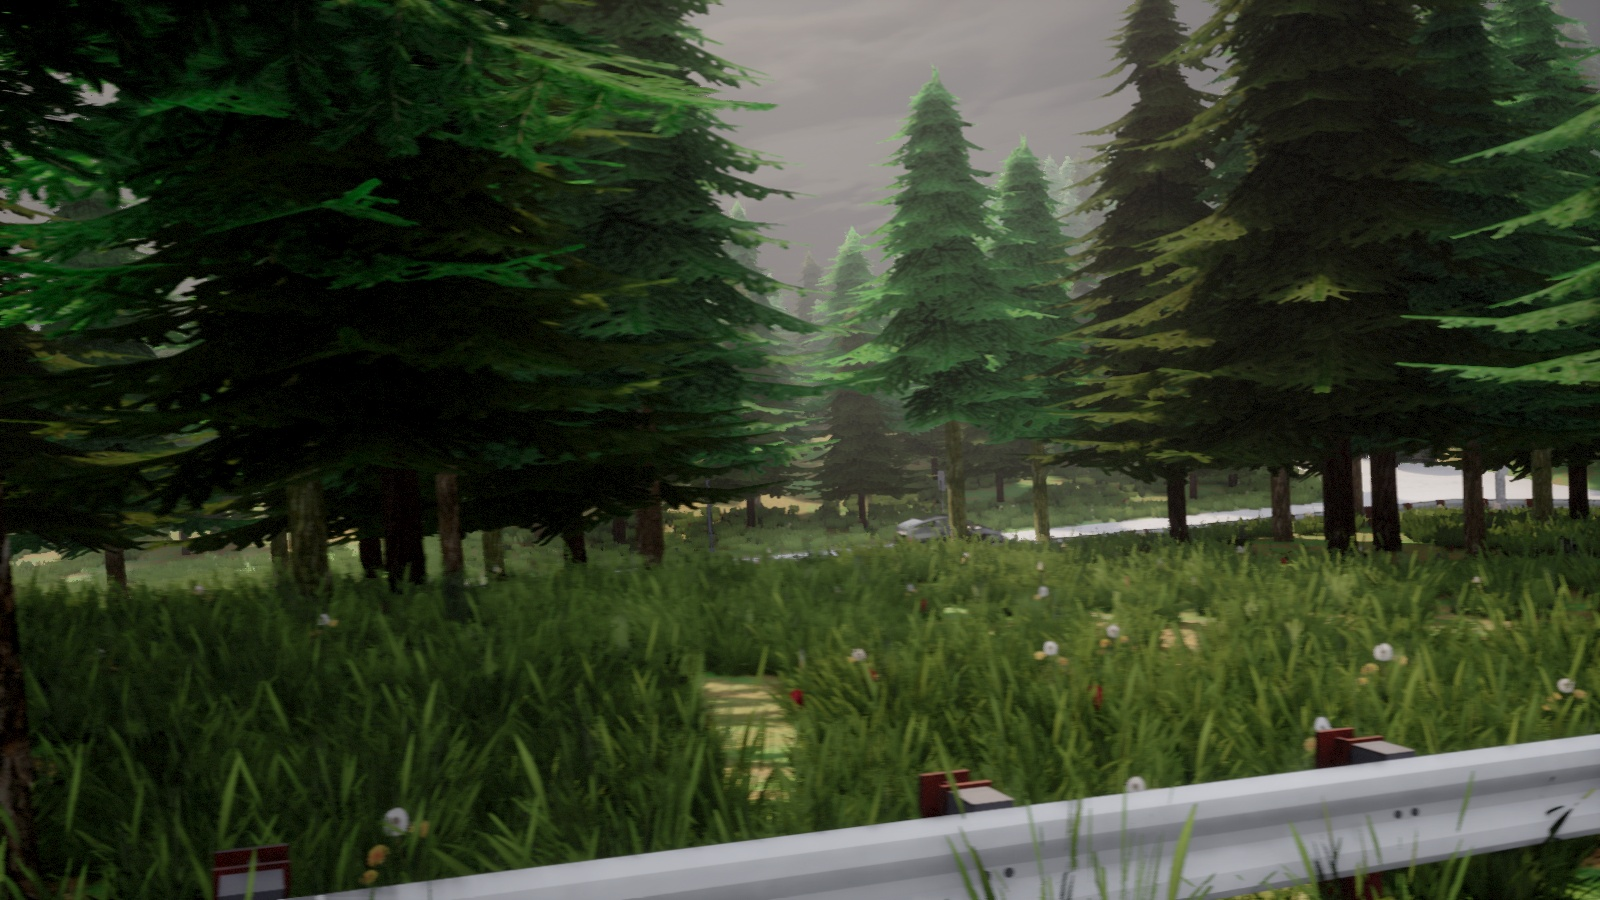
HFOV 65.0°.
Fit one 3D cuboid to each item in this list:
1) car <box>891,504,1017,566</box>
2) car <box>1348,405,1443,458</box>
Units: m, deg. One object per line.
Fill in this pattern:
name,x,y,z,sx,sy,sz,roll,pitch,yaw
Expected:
car,5.196,2.840,42.481,3.705,1.549,1.789,-6,3,-14
car,31.526,-1.042,66.662,2.150,2.045,5.566,-5,7,-2
